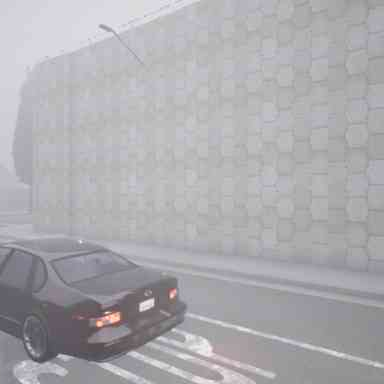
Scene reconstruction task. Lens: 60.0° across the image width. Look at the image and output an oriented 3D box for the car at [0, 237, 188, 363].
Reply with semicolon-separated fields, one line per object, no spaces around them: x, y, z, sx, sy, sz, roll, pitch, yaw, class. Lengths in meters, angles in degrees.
-2.648;1.547;5.865;5.357;1.411;2.033;0;0;35;car
